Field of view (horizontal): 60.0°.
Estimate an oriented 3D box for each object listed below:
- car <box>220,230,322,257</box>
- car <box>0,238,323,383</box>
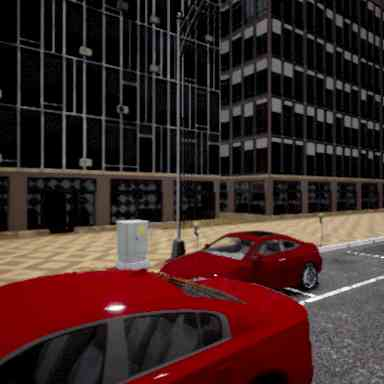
[{"bbox_3d":[1.236,1.561,7.439,4.206,1.307,1.802,0,0,-36],"label":"car"},{"bbox_3d":[-1.140,1.476,2.567,5.008,1.535,1.882,0,0,-35],"label":"car"}]
